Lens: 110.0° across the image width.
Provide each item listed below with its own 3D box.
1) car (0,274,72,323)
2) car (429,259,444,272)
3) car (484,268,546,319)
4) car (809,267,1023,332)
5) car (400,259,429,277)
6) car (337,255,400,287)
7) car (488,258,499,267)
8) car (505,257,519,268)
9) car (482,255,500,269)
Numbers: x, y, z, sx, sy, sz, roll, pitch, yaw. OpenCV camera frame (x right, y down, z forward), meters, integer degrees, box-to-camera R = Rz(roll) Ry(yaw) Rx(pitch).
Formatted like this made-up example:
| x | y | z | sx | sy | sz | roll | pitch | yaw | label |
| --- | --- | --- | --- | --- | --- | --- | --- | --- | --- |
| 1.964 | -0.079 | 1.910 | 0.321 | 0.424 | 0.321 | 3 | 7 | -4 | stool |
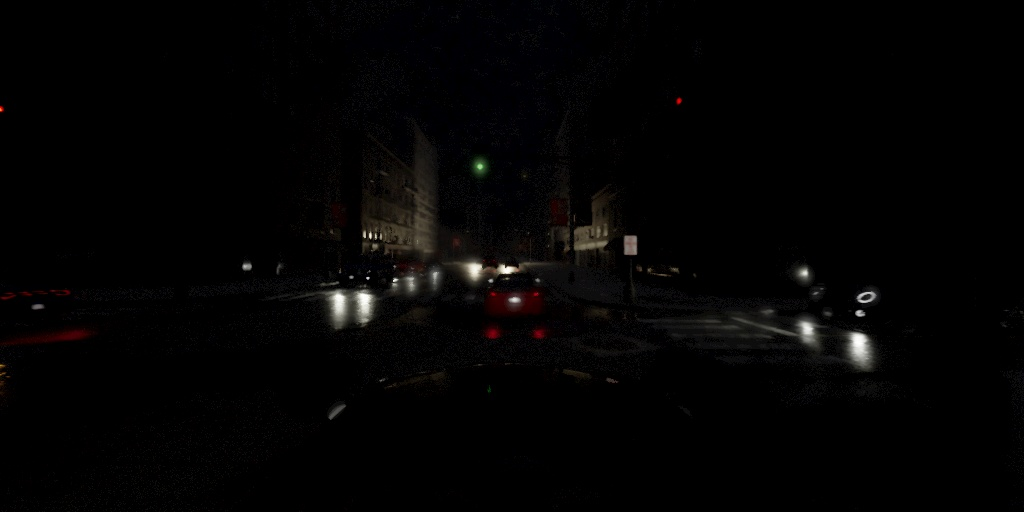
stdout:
| x | y | z | sx | sy | sz | roll | pitch | yaw | label |
| --- | --- | --- | --- | --- | --- | --- | --- | --- | --- |
| -15.298 | 1.220 | 10.023 | 5.008 | 1.535 | 1.882 | 0 | -1 | 7 | car |
| -9.828 | 1.177 | 45.037 | 1.837 | 1.490 | 4.892 | 0 | 0 | 0 | car |
| 0.094 | 1.297 | 12.781 | 1.994 | 1.385 | 4.181 | 0 | 0 | 0 | car |
| 11.545 | 1.126 | 10.516 | 4.553 | 1.767 | 2.097 | 0 | 0 | 1 | car |
| -9.854 | 1.044 | 34.678 | 2.097 | 1.767 | 4.553 | 0 | 0 | 0 | car |
| -9.849 | 0.932 | 24.749 | 2.150 | 2.045 | 5.566 | 0 | 0 | 0 | car |
| -3.266 | 1.162 | 63.840 | 1.812 | 1.442 | 4.674 | 0 | 0 | 0 | car |
| -0.013 | 1.008 | 53.808 | 2.097 | 1.767 | 4.553 | 0 | 0 | 0 | car |
| -3.263 | 0.878 | 53.450 | 2.150 | 2.045 | 5.566 | 0 | 0 | 0 | car |
